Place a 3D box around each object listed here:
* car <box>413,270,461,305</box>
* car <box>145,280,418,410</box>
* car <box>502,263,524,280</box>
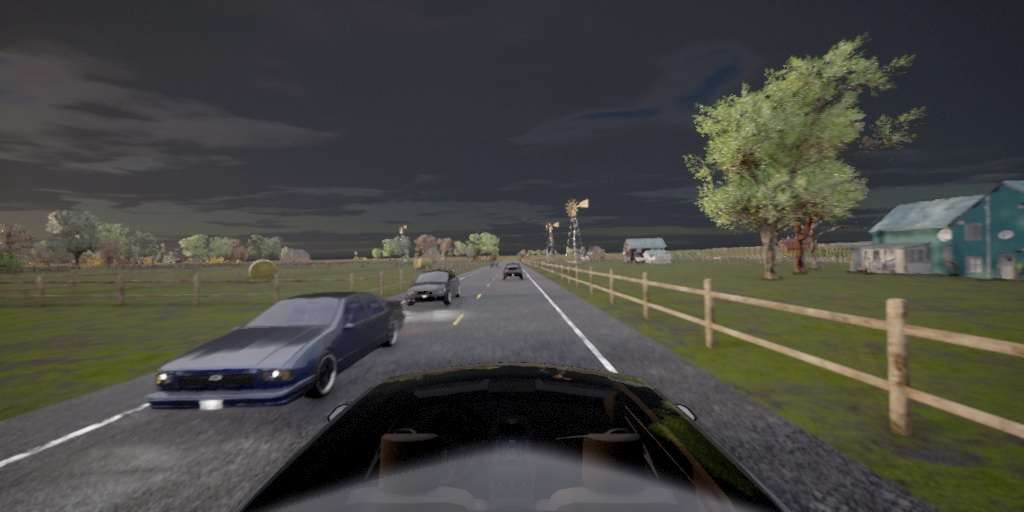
[{"bbox_3d":[-3.619,1.432,17.232,1.837,1.490,4.892,-2,0,0],"label":"car"},{"bbox_3d":[-3.639,1.422,6.988,2.033,1.411,5.357,-2,0,0],"label":"car"},{"bbox_3d":[0.085,1.423,34.030,1.837,1.490,4.892,-2,0,0],"label":"car"}]
